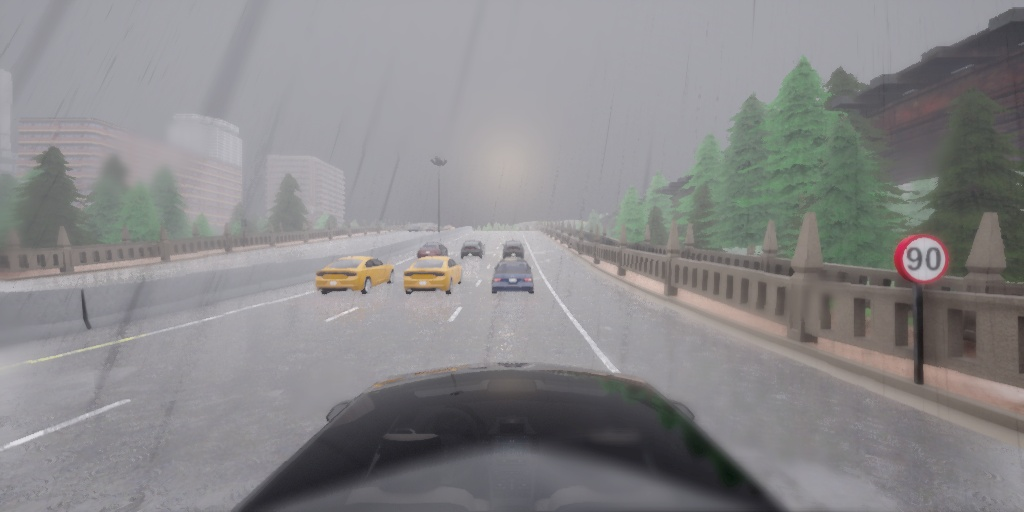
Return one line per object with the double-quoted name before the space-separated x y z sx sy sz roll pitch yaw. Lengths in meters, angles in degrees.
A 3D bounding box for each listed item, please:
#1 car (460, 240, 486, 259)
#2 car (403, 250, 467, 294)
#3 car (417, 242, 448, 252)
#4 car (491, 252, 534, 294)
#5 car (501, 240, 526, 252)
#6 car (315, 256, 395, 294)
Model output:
"car" -3.379 -0.630 31.423 1.837 1.490 4.892 0 7 0
"car" -3.461 0.744 16.434 1.882 1.535 5.008 0 4 0
"car" -6.880 -0.559 31.313 1.994 1.385 4.181 0 6 0
"car" 0.039 0.823 16.419 2.033 1.411 5.357 0 4 0
"car" 0.121 -0.630 31.404 1.837 1.490 4.892 0 7 0
"car" -6.961 0.744 16.453 1.882 1.535 5.008 0 4 0
